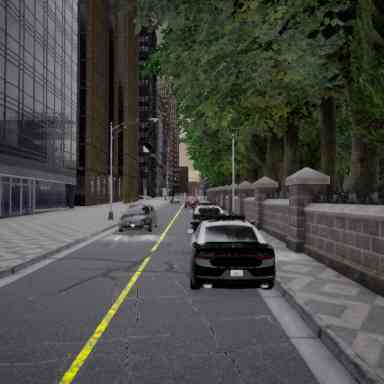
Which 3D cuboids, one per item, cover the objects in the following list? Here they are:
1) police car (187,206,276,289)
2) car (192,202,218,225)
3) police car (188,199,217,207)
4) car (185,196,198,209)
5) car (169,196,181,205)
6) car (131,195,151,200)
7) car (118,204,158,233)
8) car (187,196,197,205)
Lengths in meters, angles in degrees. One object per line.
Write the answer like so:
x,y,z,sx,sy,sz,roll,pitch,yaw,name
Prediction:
0.902,1.427,9.273,1.930,1.638,5.238,0,0,0,police car
0.907,1.530,25.167,1.812,1.442,4.674,0,0,0,car
0.905,1.428,19.275,1.930,1.638,5.238,0,0,0,police car
0.048,1.371,46.657,2.097,1.767,4.553,0,0,1,car
-2.983,1.539,59.248,1.837,1.490,4.892,0,0,0,car
-14.612,1.584,93.534,4.403,1.369,2.008,0,-1,0,car
-3.095,1.507,19.829,1.837,1.490,4.892,0,0,0,car
0.017,1.563,61.411,1.812,1.442,4.674,0,0,0,car
